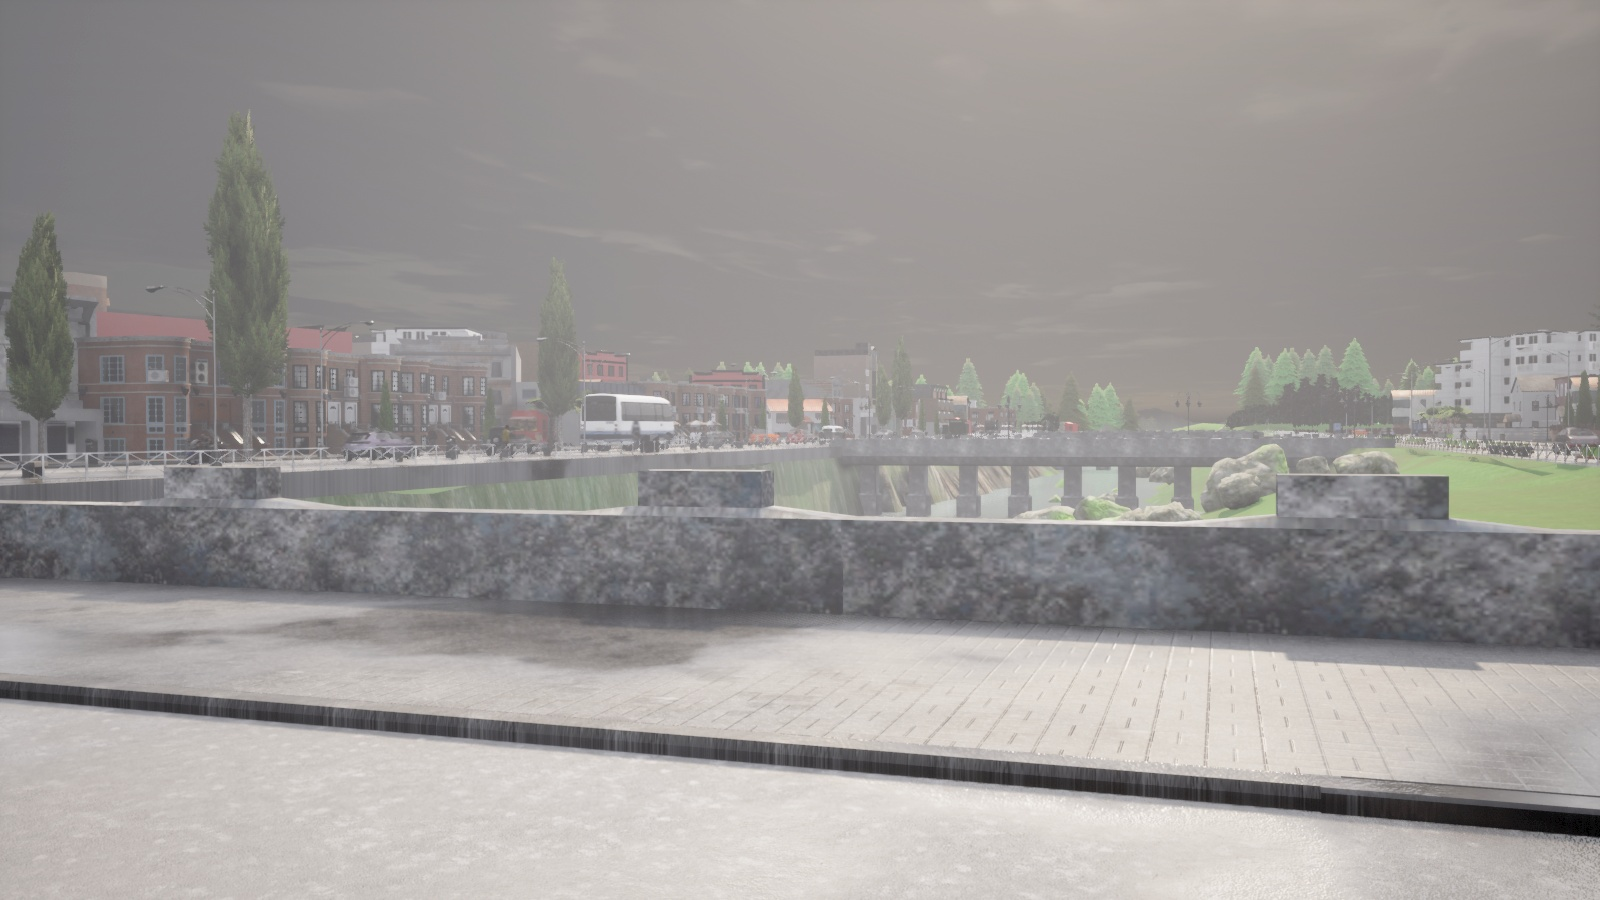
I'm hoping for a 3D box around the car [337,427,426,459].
[{"bbox_3d":[-22.412,-0.406,67.466,2.033,1.649,4.856,1,1,19],"label":"car"}]

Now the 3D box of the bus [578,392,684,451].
[{"bbox_3d":[-12.747,-2.136,96.198,3.944,4.253,10.273,1,1,19],"label":"bus"}]

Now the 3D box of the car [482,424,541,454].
[{"bbox_3d":[-18.291,-0.721,79.729,1.905,1.878,3.866,1,1,19],"label":"car"}]

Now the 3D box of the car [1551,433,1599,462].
[{"bbox_3d":[43.662,-0.161,70.505,1.789,1.549,3.705,1,1,19],"label":"car"}]

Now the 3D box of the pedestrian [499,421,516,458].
[{"bbox_3d":[-14.862,-0.539,63.802,0.431,1.840,0.709,1,1,33],"label":"pedestrian"}]

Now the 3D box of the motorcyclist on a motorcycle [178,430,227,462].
[{"bbox_3d":[-28.892,-0.217,60.736,0.866,1.530,2.191,1,1,19],"label":"motorcyclist on a motorcycle"}]
